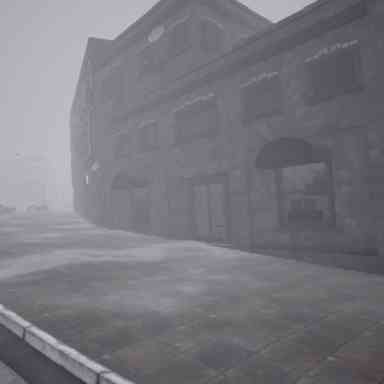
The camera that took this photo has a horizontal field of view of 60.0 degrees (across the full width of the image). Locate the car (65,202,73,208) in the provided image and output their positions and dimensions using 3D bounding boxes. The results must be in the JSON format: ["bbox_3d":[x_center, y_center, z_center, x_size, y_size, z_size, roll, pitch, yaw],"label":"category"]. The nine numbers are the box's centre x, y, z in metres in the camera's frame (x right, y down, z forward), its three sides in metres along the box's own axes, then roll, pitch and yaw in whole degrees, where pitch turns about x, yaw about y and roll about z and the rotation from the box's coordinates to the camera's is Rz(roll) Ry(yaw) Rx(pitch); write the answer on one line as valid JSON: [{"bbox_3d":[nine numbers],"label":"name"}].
[{"bbox_3d":[-28.560,3.201,79.454,2.033,1.411,5.357,-3,-1,-2],"label":"car"}]

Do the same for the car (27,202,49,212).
[{"bbox_3d":[-23.974,2.274,51.748,1.812,1.442,4.674,-3,-1,-2],"label":"car"}]

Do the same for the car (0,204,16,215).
[{"bbox_3d":[-23.204,2.148,40.317,1.895,1.301,4.718,-3,-1,-4],"label":"car"}]
